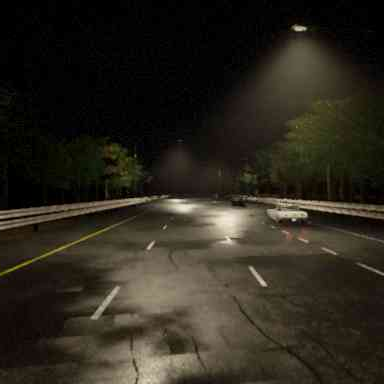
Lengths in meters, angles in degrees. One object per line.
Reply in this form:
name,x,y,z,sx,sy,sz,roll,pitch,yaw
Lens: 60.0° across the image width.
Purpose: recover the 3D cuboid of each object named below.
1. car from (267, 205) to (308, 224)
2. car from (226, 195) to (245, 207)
car,7.016,1.635,25.070,1.895,1.301,4.718,0,0,0
car,7.038,1.566,51.548,2.128,1.511,4.902,0,0,0
